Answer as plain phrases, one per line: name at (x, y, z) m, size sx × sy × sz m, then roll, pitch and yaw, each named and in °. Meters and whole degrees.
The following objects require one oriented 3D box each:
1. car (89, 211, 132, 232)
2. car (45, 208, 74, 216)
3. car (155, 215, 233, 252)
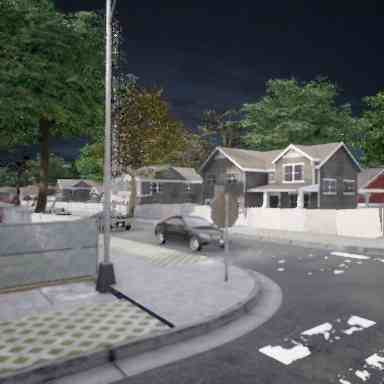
car at (-5.974, 2.047, 23.862) m, size 1.994 × 1.385 × 4.181 m, roll 1°, pitch -1°, yaw -36°
car at (-13.897, 2.299, 34.765) m, size 1.895 × 1.301 × 4.718 m, roll 1°, pitch -1°, yaw -36°
car at (-0.095, 1.845, 15.791) m, size 1.812 × 1.442 × 4.674 m, roll 1°, pitch -1°, yaw -36°
